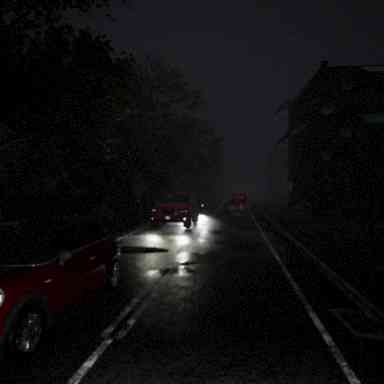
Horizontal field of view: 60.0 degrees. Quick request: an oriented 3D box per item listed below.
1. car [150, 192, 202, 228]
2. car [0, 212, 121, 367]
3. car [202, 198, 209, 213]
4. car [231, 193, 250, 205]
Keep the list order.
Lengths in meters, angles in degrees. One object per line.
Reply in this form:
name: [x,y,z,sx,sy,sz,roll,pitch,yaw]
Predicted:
car: [-0.934,1.006,20.654,2.150,2.045,5.566,0,1,8]
car: [-2.917,1.283,5.847,2.097,1.767,4.553,0,1,8]
car: [0.489,1.220,31.306,1.895,1.301,4.718,0,1,8]
car: [6.515,0.858,44.727,2.128,1.511,4.902,0,1,18]
